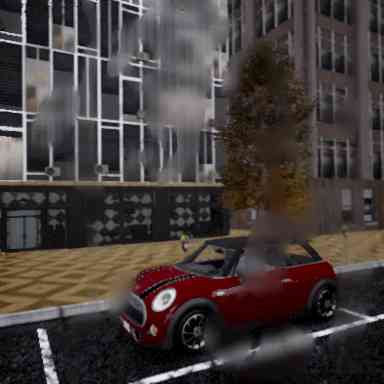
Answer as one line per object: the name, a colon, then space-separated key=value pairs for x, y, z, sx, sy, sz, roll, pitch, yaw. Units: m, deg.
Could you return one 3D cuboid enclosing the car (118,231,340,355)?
car: x=0.730 y=1.594 z=6.201 sx=4.097 sy=1.590 sz=1.967 roll=0 pitch=-2 yaw=-28
